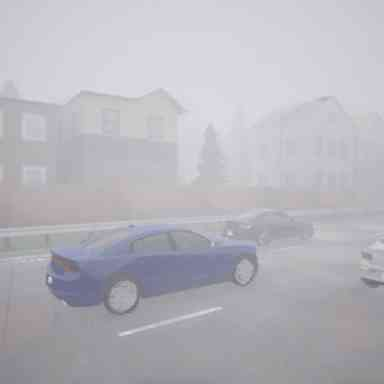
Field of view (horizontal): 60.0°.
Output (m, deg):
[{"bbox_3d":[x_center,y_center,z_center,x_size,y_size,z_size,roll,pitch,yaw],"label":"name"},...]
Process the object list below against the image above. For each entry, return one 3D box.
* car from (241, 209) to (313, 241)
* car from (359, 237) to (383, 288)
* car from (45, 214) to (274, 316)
[{"bbox_3d":[3.405,1.479,14.787,4.674,1.442,1.812,0,0,-36],"label":"car"},{"bbox_3d":[5.753,1.488,7.866,4.674,1.442,1.812,0,0,-36],"label":"car"},{"bbox_3d":[-0.614,1.462,7.606,5.008,1.535,1.882,0,0,-35],"label":"car"}]
